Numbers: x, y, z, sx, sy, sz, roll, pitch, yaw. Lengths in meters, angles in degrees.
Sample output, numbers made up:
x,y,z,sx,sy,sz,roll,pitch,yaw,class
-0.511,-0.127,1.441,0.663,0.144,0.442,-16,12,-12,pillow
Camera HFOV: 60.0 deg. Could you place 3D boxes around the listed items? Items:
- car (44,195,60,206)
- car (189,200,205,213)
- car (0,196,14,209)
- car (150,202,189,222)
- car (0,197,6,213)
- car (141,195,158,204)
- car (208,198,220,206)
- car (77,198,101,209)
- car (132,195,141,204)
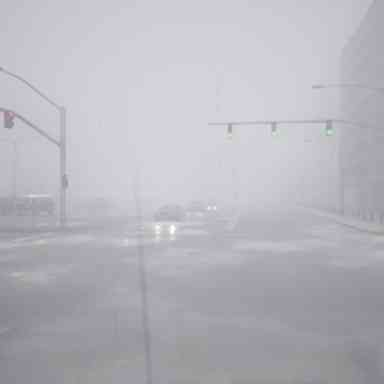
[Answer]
x,y,z,sx,sy,sz,roll,pitch,yaw,class
-30.833,1.663,74.921,1.905,1.878,3.866,0,0,10,car
0.460,1.788,41.757,1.837,1.490,4.892,0,0,10,car
-33.854,1.551,57.663,1.932,1.855,4.605,0,0,10,car
-1.828,1.764,28.540,1.994,1.385,4.181,0,0,10,car
-25.499,1.683,40.946,1.970,1.475,3.806,0,0,10,car
-8.660,1.627,70.995,1.932,1.855,4.605,0,0,10,car
4.078,1.910,62.200,2.128,1.511,4.902,0,0,10,car
-17.197,1.769,54.818,1.970,1.475,3.806,0,0,10,car
-11.501,1.635,71.551,1.905,1.878,3.866,0,0,10,car
